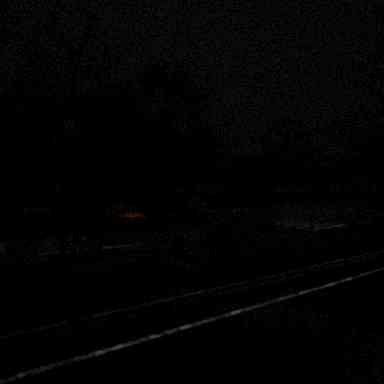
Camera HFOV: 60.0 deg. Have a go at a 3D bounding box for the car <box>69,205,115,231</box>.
[{"bbox_3d":[-7.156,1.594,21.657,2.163,1.488,4.792,0,0,-36],"label":"car"}]

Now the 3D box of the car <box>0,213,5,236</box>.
[{"bbox_3d":[-11.659,1.548,18.413,2.097,1.535,5.008,0,0,-36],"label":"car"}]

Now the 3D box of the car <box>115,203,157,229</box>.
[{"bbox_3d":[-4.773,1.570,23.094,1.946,1.575,5.366,0,0,-35],"label":"car"}]

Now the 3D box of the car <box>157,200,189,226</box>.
[{"bbox_3d":[-2.638,1.612,24.883,2.163,1.488,4.792,0,0,-36],"label":"car"}]

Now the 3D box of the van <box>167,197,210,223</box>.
[{"bbox_3d":[-0.295,1.365,26.376,1.878,1.987,4.442,0,0,-35],"label":"van"}]

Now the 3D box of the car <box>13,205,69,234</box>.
[{"bbox_3d":[-9.394,1.557,20.016,2.231,1.521,4.892,0,0,-36],"label":"car"}]
